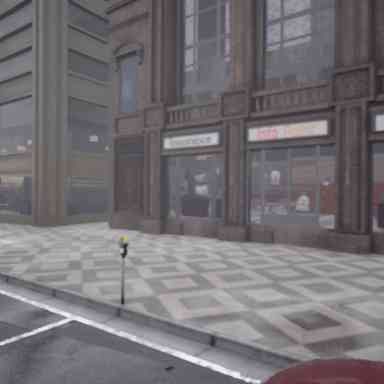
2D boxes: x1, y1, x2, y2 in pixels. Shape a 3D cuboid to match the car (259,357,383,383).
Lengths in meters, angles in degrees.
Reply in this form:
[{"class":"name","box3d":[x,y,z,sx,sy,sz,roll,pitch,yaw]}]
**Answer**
[{"class":"car","box3d":[2.226,1.580,1.481,4.206,1.307,1.802,0,1,36]}]
